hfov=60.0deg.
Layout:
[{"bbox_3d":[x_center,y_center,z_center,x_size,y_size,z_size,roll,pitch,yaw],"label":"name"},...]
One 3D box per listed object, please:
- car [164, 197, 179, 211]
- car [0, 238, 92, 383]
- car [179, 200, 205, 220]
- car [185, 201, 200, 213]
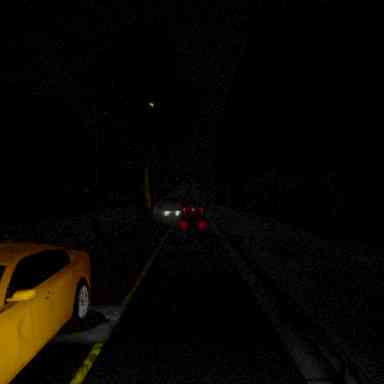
[{"bbox_3d":[-2.863,1.805,49.955,2.150,2.045,5.566,0,-1,0],"label":"car"},{"bbox_3d":[-2.852,1.499,4.446,1.882,1.535,5.008,0,-1,0],"label":"car"},{"bbox_3d":[0.080,1.626,31.309,2.097,1.767,4.553,0,-1,0],"label":"car"},{"bbox_3d":[0.072,1.988,44.389,1.837,1.490,4.892,0,-1,0],"label":"car"}]
